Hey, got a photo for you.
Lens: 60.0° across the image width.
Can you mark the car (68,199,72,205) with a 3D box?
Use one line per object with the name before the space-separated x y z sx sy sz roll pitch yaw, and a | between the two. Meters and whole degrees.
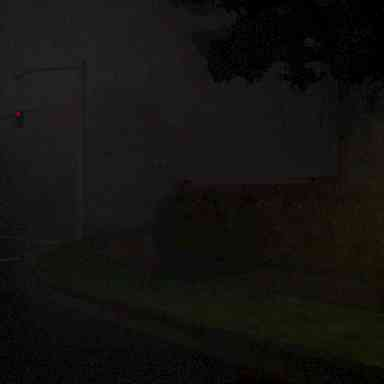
car | -17.915 1.258 44.792 3.806 1.475 1.970 0 0 36
